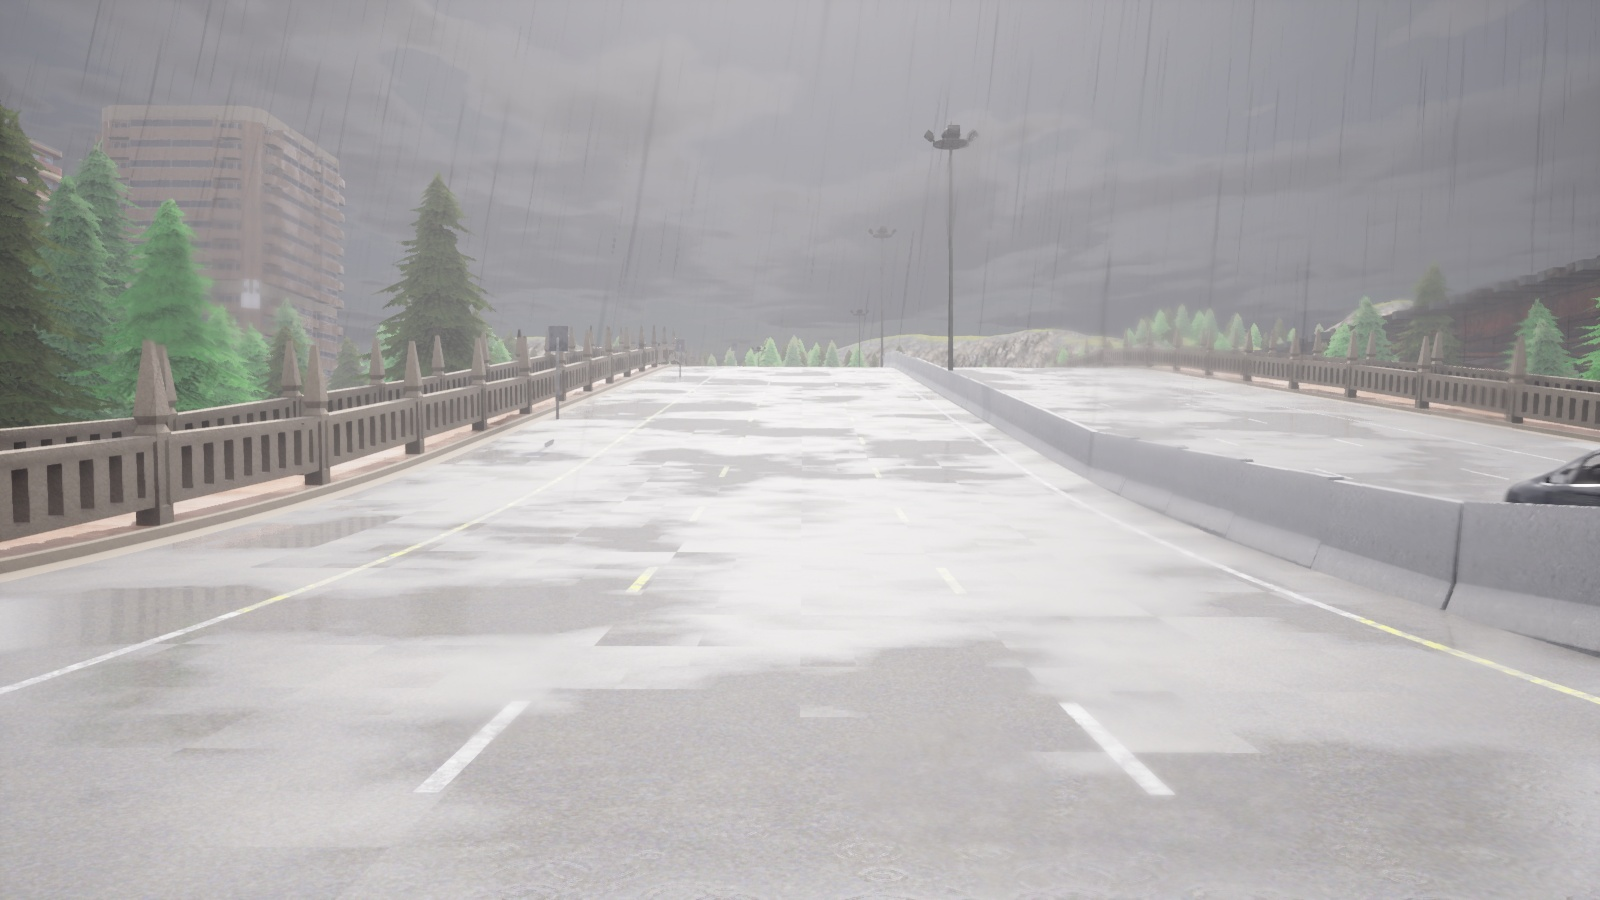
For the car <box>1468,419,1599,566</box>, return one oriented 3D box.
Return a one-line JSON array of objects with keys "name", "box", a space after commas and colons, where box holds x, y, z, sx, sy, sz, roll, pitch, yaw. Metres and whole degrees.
[{"name": "car", "box": [10.474, 0.499, 15.251, 2.242, 1.667, 4.611, 0, 2, 0]}]
